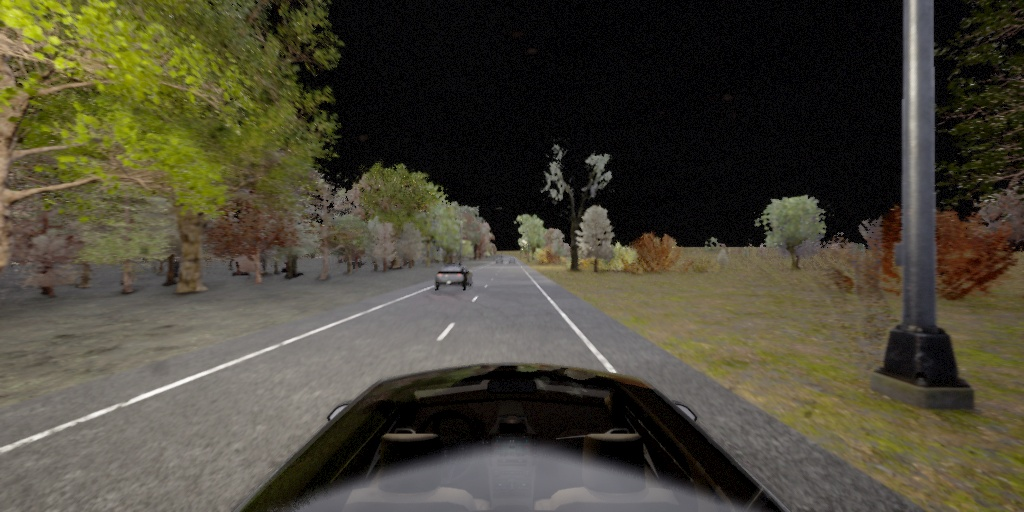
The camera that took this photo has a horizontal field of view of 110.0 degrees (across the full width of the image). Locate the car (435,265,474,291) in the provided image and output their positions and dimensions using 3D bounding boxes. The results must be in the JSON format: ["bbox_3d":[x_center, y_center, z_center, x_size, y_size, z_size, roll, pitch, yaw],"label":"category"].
[{"bbox_3d":[-3.493,1.270,22.238,2.128,1.511,4.902,0,0,0],"label":"car"}]
